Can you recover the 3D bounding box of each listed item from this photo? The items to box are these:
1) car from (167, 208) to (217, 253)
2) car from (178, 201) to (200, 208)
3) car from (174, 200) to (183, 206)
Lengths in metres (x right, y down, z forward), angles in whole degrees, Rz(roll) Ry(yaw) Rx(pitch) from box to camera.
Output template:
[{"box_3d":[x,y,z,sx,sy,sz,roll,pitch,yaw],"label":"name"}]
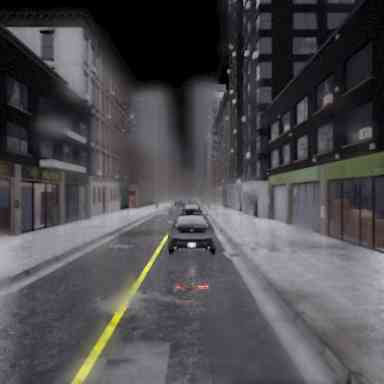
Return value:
[{"box_3d":[0.001,1.645,14.288,1.837,1.490,4.892,0,0,0],"label":"car"},{"box_3d":[-0.002,1.791,29.295,1.837,1.490,4.892,0,0,0],"label":"car"},{"box_3d":[-2.765,2.301,70.944,1.895,1.301,4.718,0,-1,0],"label":"car"}]
